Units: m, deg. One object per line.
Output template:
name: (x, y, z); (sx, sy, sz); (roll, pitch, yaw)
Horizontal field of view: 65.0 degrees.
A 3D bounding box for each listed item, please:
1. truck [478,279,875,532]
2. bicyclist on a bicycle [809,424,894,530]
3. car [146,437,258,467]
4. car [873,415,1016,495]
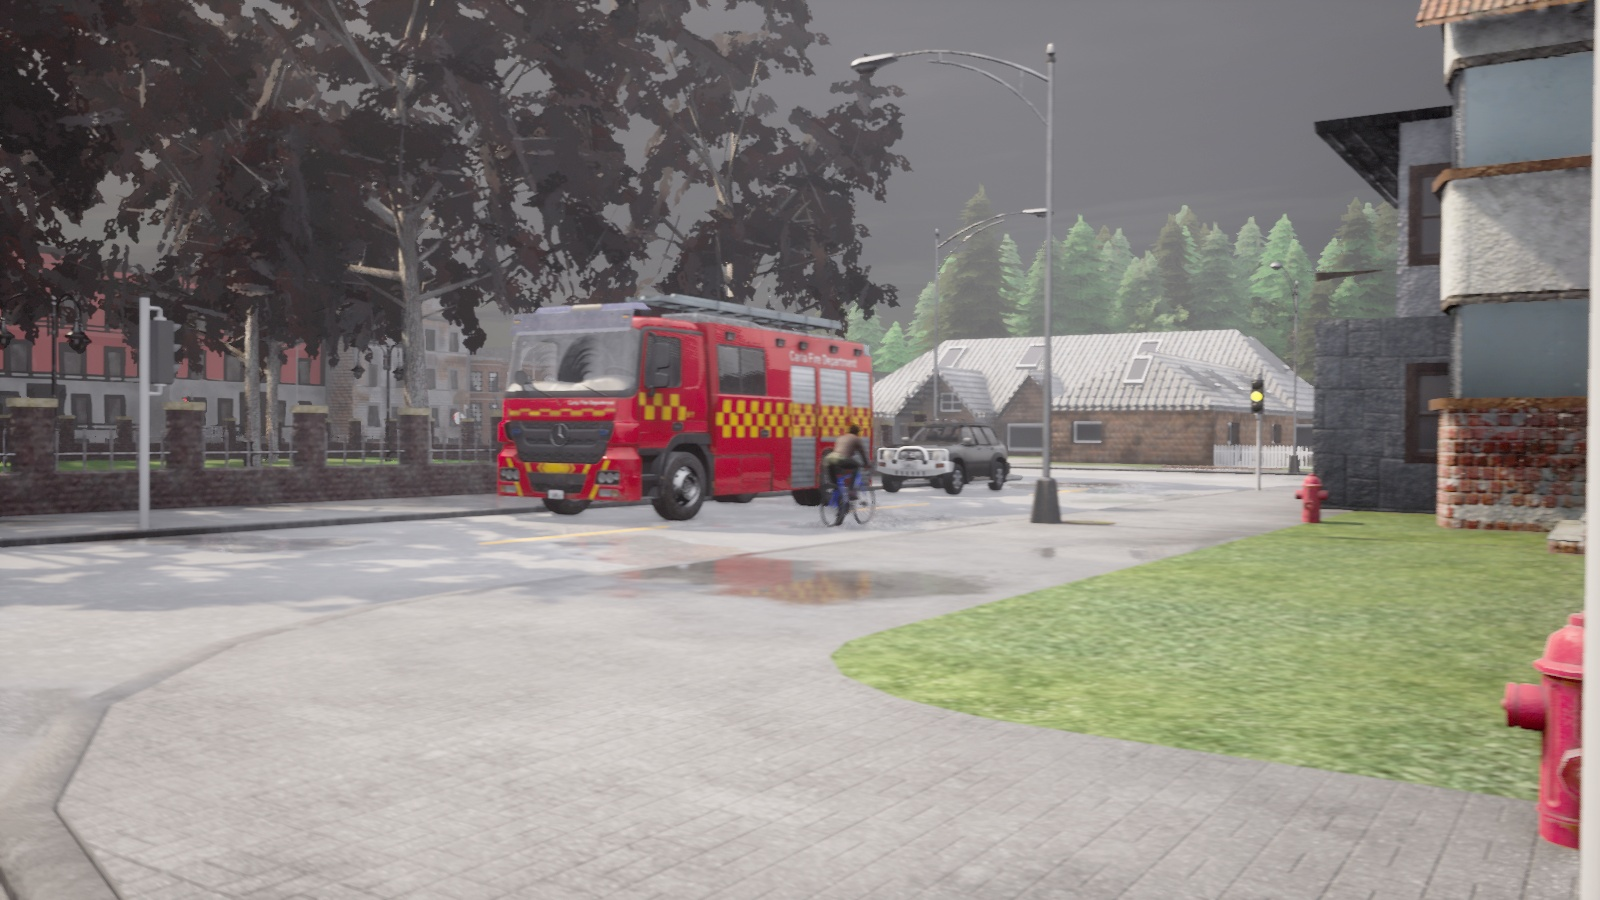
truck: (-1.843, -0.736, 23.397); (2.891, 3.827, 8.468); (0, 1, 30)
bicyclist on a bicycle: (0.838, 0.404, 19.996); (0.582, 1.620, 1.656); (0, 1, 33)
car: (-31.868, 0.062, 67.039); (2.128, 1.511, 4.902); (0, 1, 40)
car: (3.754, 0.079, 31.888); (1.932, 1.855, 4.605); (0, 1, 30)
